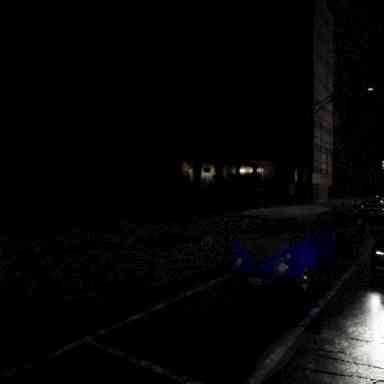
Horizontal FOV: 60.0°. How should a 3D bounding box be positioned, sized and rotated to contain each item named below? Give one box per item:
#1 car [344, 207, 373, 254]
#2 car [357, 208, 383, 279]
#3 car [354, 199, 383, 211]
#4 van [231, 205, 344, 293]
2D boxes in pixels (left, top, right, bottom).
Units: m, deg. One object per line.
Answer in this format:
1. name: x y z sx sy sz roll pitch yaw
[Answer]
1. car: 5.679 1.458 13.119 1.947 1.339 4.313 1 1 35
2. car: 6.145 1.419 9.082 2.128 1.511 4.902 0 1 35
3. car: 12.075 1.275 22.407 1.967 1.590 4.097 1 1 35
4. van: 2.482 1.266 8.472 1.690 1.788 3.998 1 1 35
